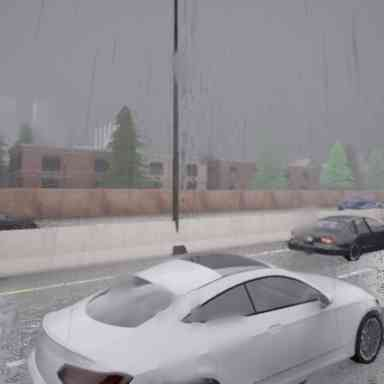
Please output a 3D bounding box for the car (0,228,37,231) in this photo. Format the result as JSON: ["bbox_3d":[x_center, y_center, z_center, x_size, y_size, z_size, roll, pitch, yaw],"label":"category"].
[{"bbox_3d":[-9.468,1.488,14.433,5.008,1.535,1.882,0,0,-36],"label":"car"}]

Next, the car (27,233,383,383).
[{"bbox_3d":[0.545,1.531,4.164,4.674,1.442,1.812,0,0,-35],"label":"car"}]

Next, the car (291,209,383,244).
[{"bbox_3d":[5.807,1.565,12.213,5.357,1.411,2.033,0,0,-36],"label":"car"}]
